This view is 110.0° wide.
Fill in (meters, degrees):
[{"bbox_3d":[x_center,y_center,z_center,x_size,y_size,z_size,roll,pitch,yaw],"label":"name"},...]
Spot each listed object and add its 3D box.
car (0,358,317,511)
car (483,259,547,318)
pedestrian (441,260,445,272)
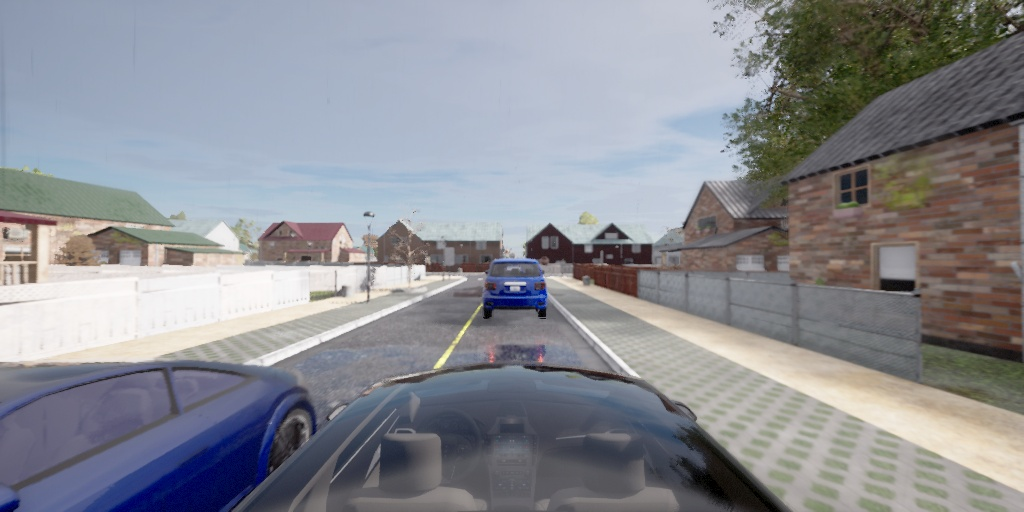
[{"bbox_3d":[-2.850,1.314,1.716,1.994,1.385,4.181,0,-1,0],"label":"car"},{"bbox_3d":[0.106,1.126,13.827,2.150,2.045,5.566,0,0,0],"label":"car"},{"bbox_3d":[-9.322,1.390,48.295,0.375,1.860,0.375,0,-1,1],"label":"pedestrian"}]
